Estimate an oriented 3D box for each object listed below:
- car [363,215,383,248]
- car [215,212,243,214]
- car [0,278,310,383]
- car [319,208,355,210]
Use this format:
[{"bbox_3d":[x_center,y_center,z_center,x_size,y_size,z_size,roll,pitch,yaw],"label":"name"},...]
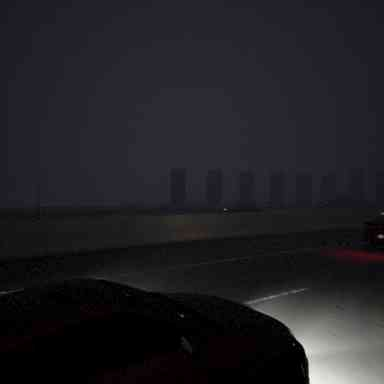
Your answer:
[{"bbox_3d":[9.113,1.495,13.534,5.008,1.535,1.882,0,0,-30],"label":"car"},{"bbox_3d":[4.377,1.524,31.204,4.674,1.442,1.812,0,0,-29],"label":"car"},{"bbox_3d":[-0.833,1.560,3.036,4.181,1.385,1.994,0,0,-35],"label":"car"},{"bbox_3d":[18.288,1.252,41.925,5.566,2.045,2.150,0,0,-23],"label":"car"}]
